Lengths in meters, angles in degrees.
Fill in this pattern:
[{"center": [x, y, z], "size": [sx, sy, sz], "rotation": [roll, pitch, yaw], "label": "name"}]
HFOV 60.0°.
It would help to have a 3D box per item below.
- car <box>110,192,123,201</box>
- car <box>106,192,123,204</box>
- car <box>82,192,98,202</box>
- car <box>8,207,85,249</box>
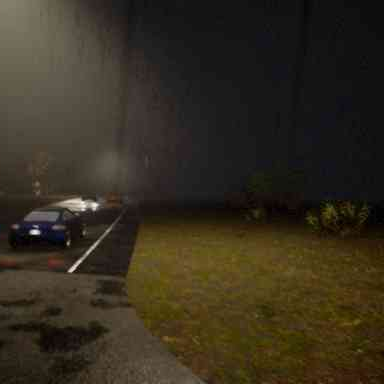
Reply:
[{"center": [-12.172, 0.701, 53.800], "size": [1.895, 1.301, 4.718], "rotation": [2, 0, -11], "label": "car"}, {"center": [-10.303, 0.726, 44.074], "size": [1.882, 1.535, 5.008], "rotation": [2, 1, -10], "label": "car"}, {"center": [-14.499, 0.678, 47.356], "size": [1.895, 1.301, 4.718], "rotation": [2, 1, -11], "label": "car"}, {"center": [-5.535, 1.293, 13.177], "size": [1.994, 1.385, 4.181], "rotation": [2, 1, -7], "label": "car"}]
